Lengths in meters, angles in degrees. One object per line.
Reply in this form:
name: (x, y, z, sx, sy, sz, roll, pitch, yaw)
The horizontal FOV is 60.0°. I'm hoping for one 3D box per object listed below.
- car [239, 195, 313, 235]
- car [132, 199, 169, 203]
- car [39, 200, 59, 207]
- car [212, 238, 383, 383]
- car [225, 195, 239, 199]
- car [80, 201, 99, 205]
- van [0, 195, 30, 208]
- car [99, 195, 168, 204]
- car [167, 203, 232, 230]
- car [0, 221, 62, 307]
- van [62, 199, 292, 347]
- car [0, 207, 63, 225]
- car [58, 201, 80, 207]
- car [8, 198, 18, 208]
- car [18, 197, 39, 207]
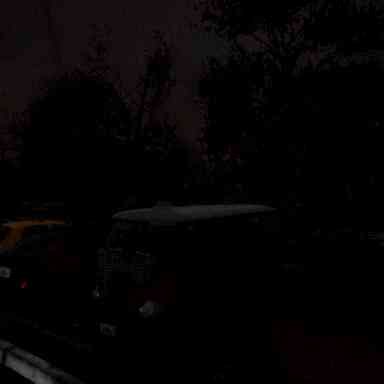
car: (5.153, 1.228, 18.818, 2.435, 2.045, 5.566, 0, 0, 35)
car: (-1.559, 1.492, 23.580, 2.097, 1.535, 5.008, 0, 0, 35)
car: (-10.662, 1.531, 30.001, 2.097, 1.535, 5.008, 0, 0, 35)
car: (2.494, 1.503, 4.686, 2.163, 1.488, 4.792, 0, 0, 35)
car: (2.978, 1.230, 20.351, 2.435, 2.045, 5.566, 0, 0, 35)
car: (-6.091, 1.538, 26.818, 2.163, 1.488, 4.792, 0, 0, 35)
van: (-19.696, 1.351, 36.527, 1.878, 1.987, 4.442, 0, 0, 35)
car: (-3.850, 1.248, 25.168, 2.435, 2.045, 5.566, 0, 0, 35)
car: (0.617, 1.526, 22.049, 2.002, 1.452, 4.674, 0, 0, 35)
car: (-2.054, 1.507, 7.966, 2.163, 1.488, 4.792, 0, 0, 35)
van: (0.153, 1.250, 6.231, 1.878, 1.987, 4.442, 0, 0, 35)
car: (-6.652, 1.484, 11.167, 2.097, 1.535, 5.008, 0, 0, 35)
car: (-8.400, 1.550, 28.376, 2.163, 1.488, 4.792, 0, 0, 35)
car: (-15.212, 1.594, 33.215, 2.002, 1.452, 4.674, 0, 0, 35)
car: (-13.043, 1.540, 31.460, 1.946, 1.575, 5.366, 0, 0, 35)
